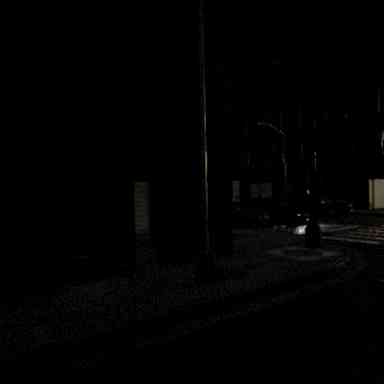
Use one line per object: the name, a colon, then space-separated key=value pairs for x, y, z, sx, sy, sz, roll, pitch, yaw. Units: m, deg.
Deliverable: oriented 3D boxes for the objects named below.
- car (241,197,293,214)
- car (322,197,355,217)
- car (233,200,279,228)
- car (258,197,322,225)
car: x=6.437 y=1.121 z=28.916 sx=1.802 sy=1.307 sz=4.206 roll=-3 pitch=1 yaw=-35
car: x=9.613 y=1.036 z=24.391 sx=2.008 sy=1.369 sz=4.403 roll=-3 pitch=1 yaw=-35
car: x=2.656 y=1.290 z=19.471 sx=1.802 sy=1.307 sz=4.206 roll=-3 pitch=1 yaw=-35
car: x=4.986 y=1.185 z=20.804 sx=2.033 sy=1.411 sz=5.357 roll=-2 pitch=1 yaw=-35
